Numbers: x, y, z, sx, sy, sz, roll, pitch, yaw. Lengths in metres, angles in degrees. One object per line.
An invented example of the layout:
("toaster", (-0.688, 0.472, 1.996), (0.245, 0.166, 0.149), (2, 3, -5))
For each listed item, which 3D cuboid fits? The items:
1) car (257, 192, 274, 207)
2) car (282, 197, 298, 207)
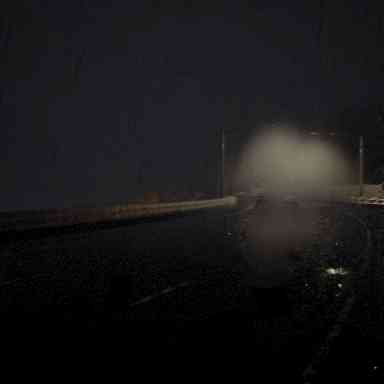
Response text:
("car", (10.131, 0.987, 46.001), (2.150, 2.045, 5.566), (1, 0, 13))
("car", (13.974, 1.345, 47.539), (1.994, 1.385, 4.181), (0, 0, 11))
